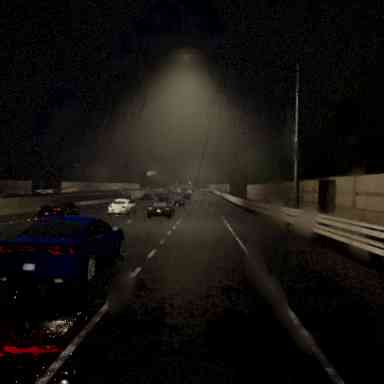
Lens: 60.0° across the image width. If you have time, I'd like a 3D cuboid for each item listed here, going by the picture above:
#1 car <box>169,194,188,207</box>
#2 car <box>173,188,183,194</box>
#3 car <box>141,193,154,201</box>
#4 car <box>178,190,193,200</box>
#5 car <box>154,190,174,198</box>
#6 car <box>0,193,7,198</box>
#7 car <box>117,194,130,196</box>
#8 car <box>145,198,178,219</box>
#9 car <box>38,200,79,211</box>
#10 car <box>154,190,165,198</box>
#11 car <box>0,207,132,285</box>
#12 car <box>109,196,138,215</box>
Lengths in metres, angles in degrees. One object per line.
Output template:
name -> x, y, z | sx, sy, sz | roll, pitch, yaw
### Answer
car -> -1.963, 1.447, 48.523 | 1.895, 1.301, 4.718 | 1, 1, 2
car -> -4.361, 0.458, 91.759 | 1.837, 1.490, 4.892 | 1, 1, 1
car -> -8.530, 0.960, 63.872 | 1.837, 1.490, 4.892 | 1, 1, 2
car -> -1.305, 0.908, 72.485 | 1.882, 1.535, 5.008 | 1, 1, 1
car -> -5.095, 0.933, 61.314 | 2.097, 1.767, 4.553 | 1, 1, 2
car -> -29.919, 0.770, 50.179 | 1.812, 1.442, 4.674 | 1, 1, 2
car -> -9.077, 1.076, 44.632 | 2.097, 1.767, 4.553 | 1, 0, 2
car -> -2.594, 1.488, 28.511 | 1.994, 1.385, 4.181 | 1, 0, 2
car -> -9.724, 1.290, 24.714 | 1.812, 1.442, 4.674 | 1, 0, 2
car -> -8.069, 0.431, 82.211 | 2.097, 1.767, 4.553 | 1, 1, 1
car -> -3.272, 1.397, 9.333 | 1.882, 1.535, 5.008 | 1, 0, 2
car -> -6.064, 1.370, 29.414 | 1.812, 1.442, 4.674 | 1, 0, 2
